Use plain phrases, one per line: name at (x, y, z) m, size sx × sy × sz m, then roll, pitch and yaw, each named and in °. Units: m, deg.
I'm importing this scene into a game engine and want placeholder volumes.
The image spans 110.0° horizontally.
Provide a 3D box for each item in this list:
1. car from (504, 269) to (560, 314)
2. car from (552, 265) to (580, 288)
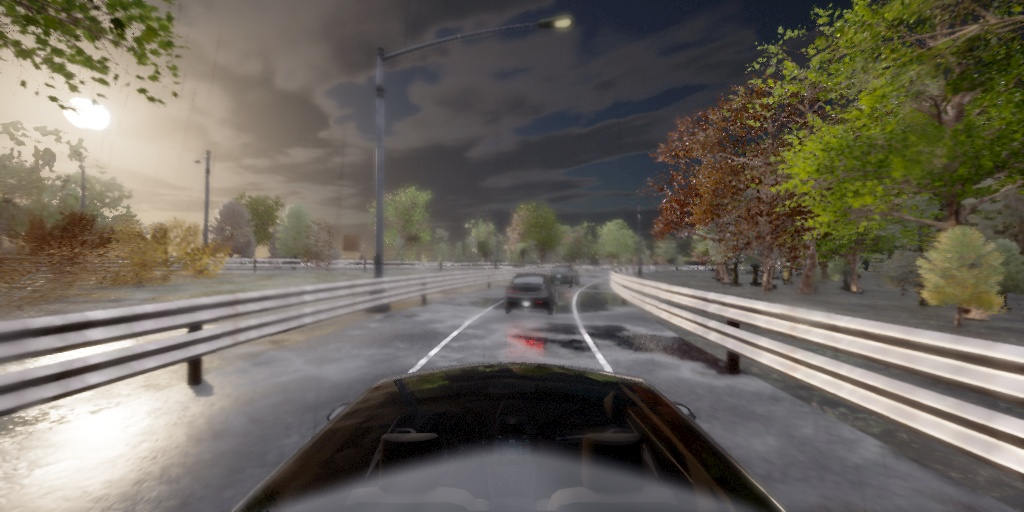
car at (0.889, 1.455, 14.971) m, size 1.837 × 1.490 × 4.892 m, roll 0°, pitch -1°, yaw 9°
car at (4.220, 1.583, 29.190) m, size 2.097 × 1.767 × 4.553 m, roll 0°, pitch -1°, yaw 18°
